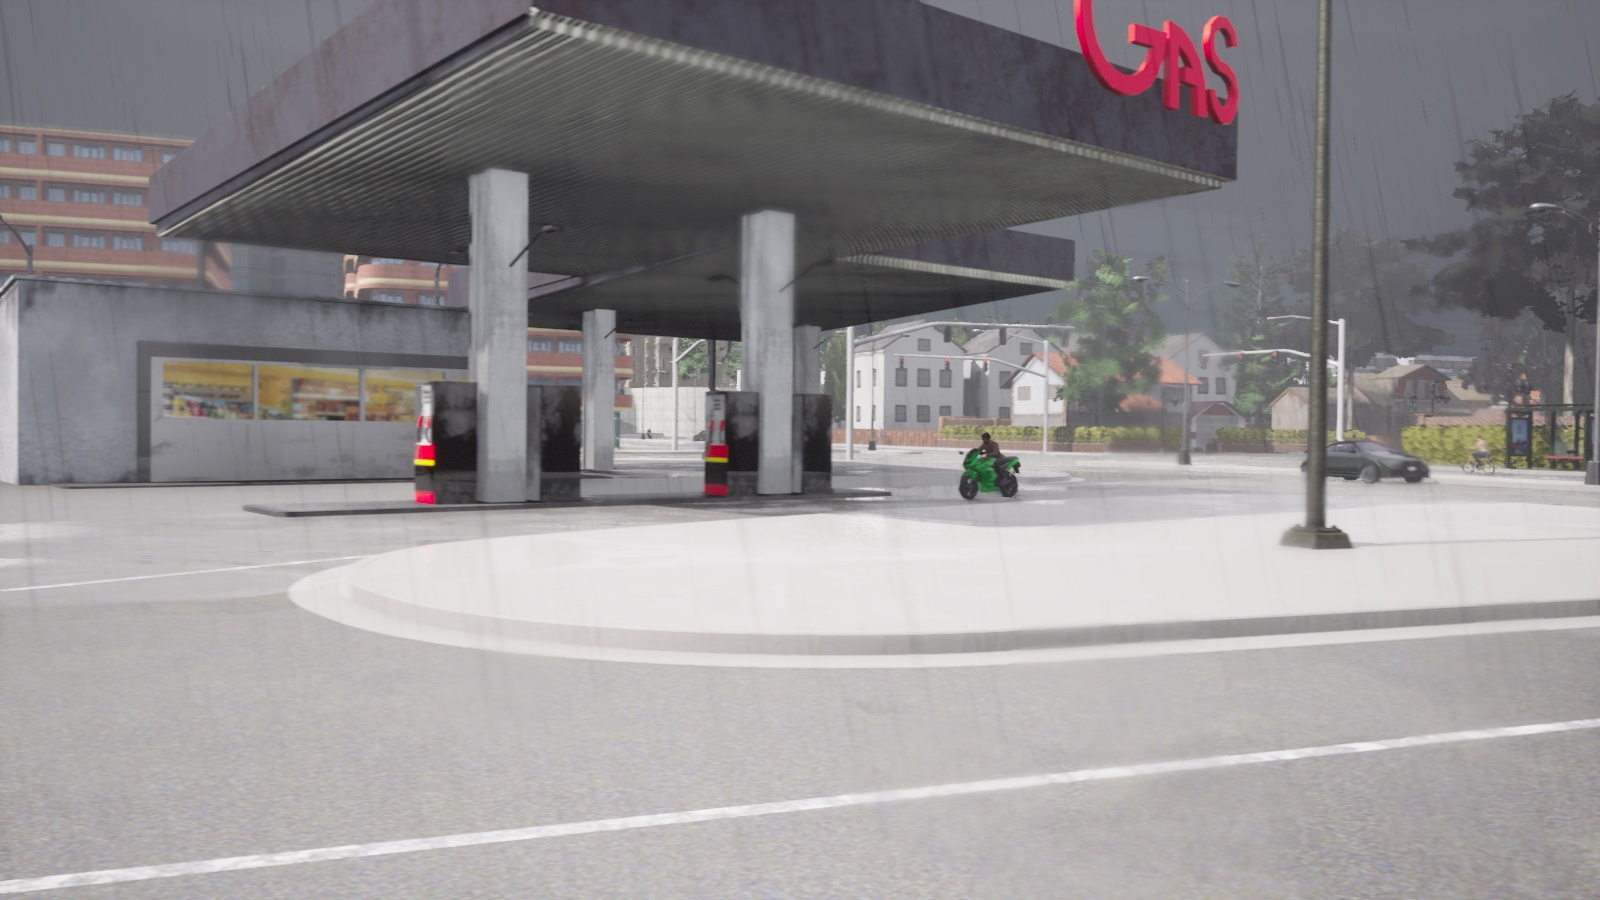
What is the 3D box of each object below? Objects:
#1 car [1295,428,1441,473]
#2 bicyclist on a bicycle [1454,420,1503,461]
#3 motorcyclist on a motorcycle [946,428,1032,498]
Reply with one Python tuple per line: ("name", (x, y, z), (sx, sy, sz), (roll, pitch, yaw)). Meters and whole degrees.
("car", (18.596, -0.010, 41.298), (1.994, 1.385, 4.181), (-1, 1, -21))
("bicyclist on a bicycle", (27.330, -0.383, 50.604), (0.866, 1.612, 1.509), (-1, 1, -21))
("motorcyclist on a motorcycle", (4.310, 0.270, 28.521), (2.044, 1.523, 0.797), (-1, 1, -41))
